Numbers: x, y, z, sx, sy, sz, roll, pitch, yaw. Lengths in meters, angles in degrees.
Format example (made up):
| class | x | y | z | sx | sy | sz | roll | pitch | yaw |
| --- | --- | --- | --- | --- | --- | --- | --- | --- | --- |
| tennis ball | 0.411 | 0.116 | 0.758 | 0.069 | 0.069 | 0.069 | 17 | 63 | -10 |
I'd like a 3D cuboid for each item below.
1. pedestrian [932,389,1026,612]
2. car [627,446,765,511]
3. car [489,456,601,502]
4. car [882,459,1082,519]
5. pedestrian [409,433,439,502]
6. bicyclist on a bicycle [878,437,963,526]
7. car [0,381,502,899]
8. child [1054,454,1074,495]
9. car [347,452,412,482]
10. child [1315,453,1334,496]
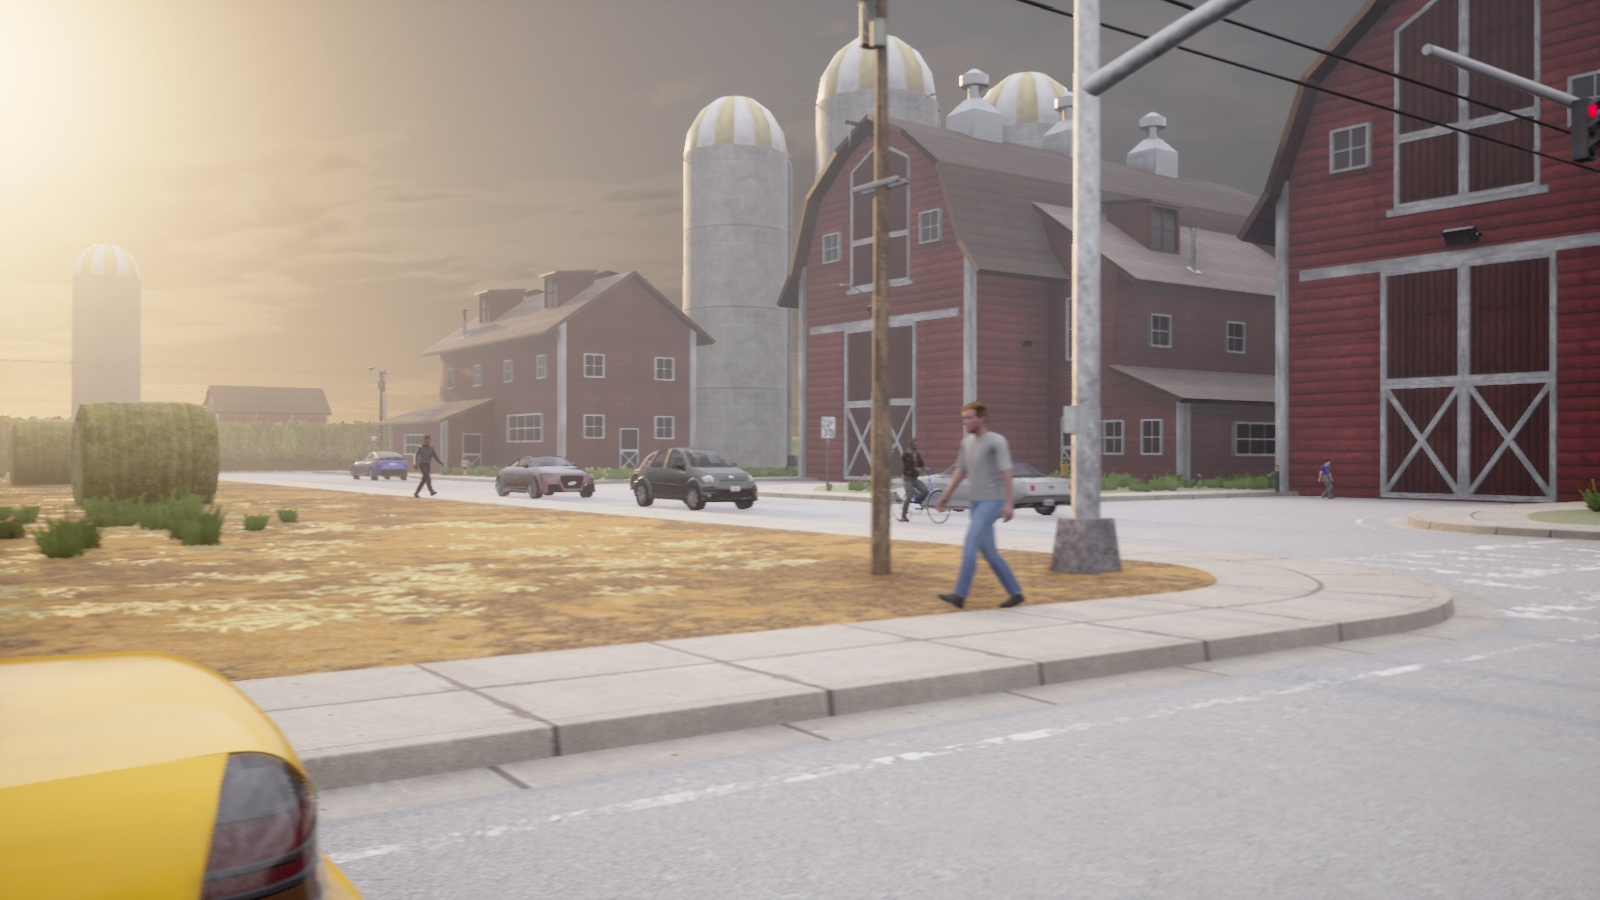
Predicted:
| class | x | y | z | sx | sy | sz | roll | pitch | yaw |
| --- | --- | --- | --- | --- | --- | --- | --- | --- | --- |
| pedestrian | 1.516 | 0.418 | 10.658 | 0.706 | 1.836 | 0.354 | 0 | 0 | -25 |
| car | -2.817 | 0.706 | 33.339 | 1.851 | 1.617 | 3.988 | 0 | 0 | -36 |
| car | -8.357 | 0.900 | 40.987 | 1.994 | 1.385 | 4.181 | 0 | 0 | -37 |
| car | 4.187 | 0.871 | 29.622 | 1.895 | 1.301 | 4.718 | 0 | 0 | -36 |
| pedestrian | -10.681 | 0.490 | 35.711 | 0.788 | 1.949 | 0.423 | 0 | 0 | 36 |
| bicyclist on a bicycle | 2.475 | 0.642 | 26.022 | 0.659 | 1.776 | 1.843 | -1 | 0 | -36 |
| car | -3.238 | 0.694 | 1.405 | 5.366 | 1.575 | 1.801 | 0 | 0 | -35 |
| child | 7.652 | 0.708 | 36.395 | 0.473 | 1.160 | 0.299 | 0 | 0 | -31 |
| car | -22.147 | 0.876 | 66.038 | 2.007 | 1.525 | 4.514 | 0 | 0 | -36 |
| child | 15.327 | 0.709 | 36.684 | 0.270 | 1.263 | 0.437 | 0 | 0 | -34 |
